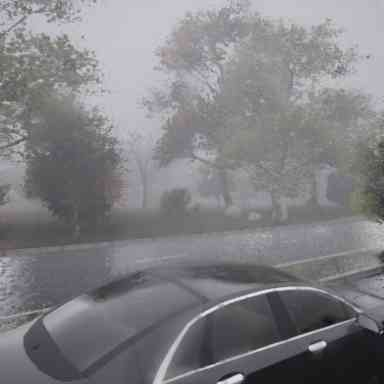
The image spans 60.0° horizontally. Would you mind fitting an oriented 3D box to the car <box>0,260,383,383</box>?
[{"bbox_3d":[0.520,1.520,3.499,4.892,1.490,1.837,0,0,-35],"label":"car"}]
